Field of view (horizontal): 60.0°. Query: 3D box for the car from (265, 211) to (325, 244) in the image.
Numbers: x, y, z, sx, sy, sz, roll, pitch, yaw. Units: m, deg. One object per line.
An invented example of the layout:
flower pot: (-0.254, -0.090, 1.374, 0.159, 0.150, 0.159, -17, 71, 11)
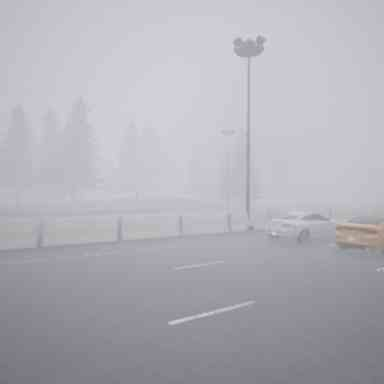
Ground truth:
car: (5.622, 1.662, 16.453, 4.674, 1.442, 1.812, 0, 0, -35)

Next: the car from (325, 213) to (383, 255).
car: (7.954, 1.620, 13.813, 5.008, 1.535, 1.882, 0, 0, -35)
